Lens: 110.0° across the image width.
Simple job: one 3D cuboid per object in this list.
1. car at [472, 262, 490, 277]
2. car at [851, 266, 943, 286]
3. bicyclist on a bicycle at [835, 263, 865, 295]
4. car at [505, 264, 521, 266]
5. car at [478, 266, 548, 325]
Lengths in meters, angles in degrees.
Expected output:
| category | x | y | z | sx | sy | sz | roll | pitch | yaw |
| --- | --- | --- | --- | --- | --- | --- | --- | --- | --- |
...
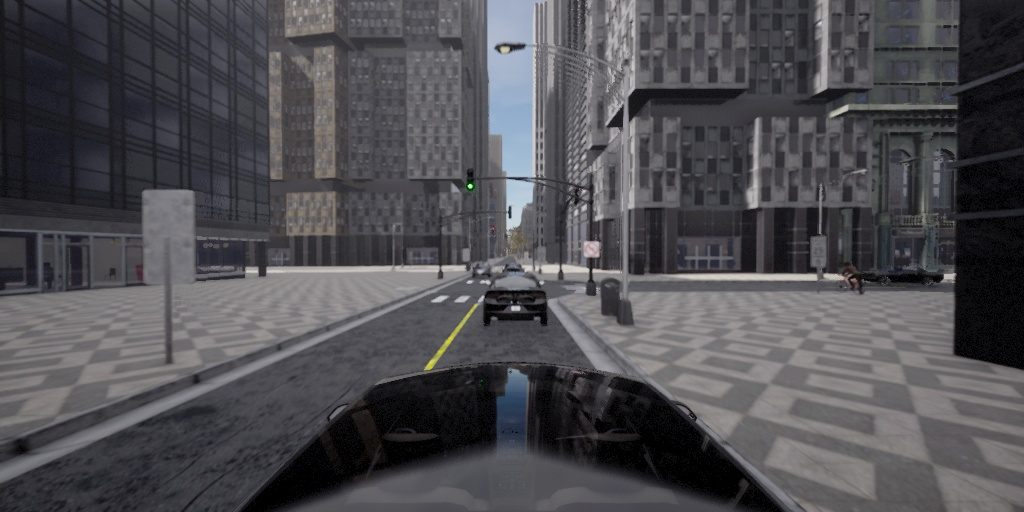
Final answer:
| category | x | y | z | sx | sy | sz | roll | pitch | yaw |
| --- | --- | --- | --- | --- | --- | --- | --- | --- | --- |
| car | -3.072 | 1.416 | 37.500 | 2.128 | 1.511 | 4.902 | 0 | 0 | 0 |
| car | 26.423 | 1.351 | 24.798 | 4.718 | 1.301 | 1.895 | 0 | 1 | 0 |
| bicyclist on a bicycle | 17.510 | 1.172 | 18.579 | 0.582 | 1.620 | 1.656 | 0 | 1 | 0 |
| car | 0.103 | 1.393 | 30.917 | 1.837 | 1.490 | 4.892 | 0 | 0 | 0 |
| car | 0.101 | 1.267 | 12.060 | 1.882 | 1.535 | 5.008 | 0 | 0 | 0 |
